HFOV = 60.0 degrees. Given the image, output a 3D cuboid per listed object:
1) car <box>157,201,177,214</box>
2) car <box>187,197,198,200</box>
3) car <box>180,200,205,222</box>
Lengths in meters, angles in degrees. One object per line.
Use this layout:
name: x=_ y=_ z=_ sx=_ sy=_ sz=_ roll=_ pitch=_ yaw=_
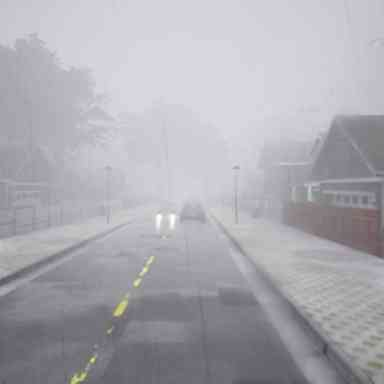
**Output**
car: x=-2.764 y=1.695 z=37.267 sx=1.895 sy=1.301 sz=4.718 roll=0 pitch=0 yaw=1
car: x=0.094 y=1.464 z=43.247 sx=2.097 sy=1.767 sz=4.553 roll=0 pitch=0 yaw=0
car: x=0.049 y=1.626 z=26.921 sx=1.994 sy=1.385 sz=4.181 roll=0 pitch=0 yaw=1
